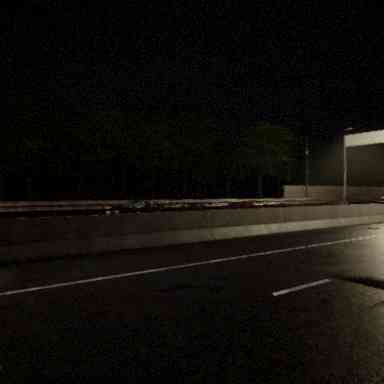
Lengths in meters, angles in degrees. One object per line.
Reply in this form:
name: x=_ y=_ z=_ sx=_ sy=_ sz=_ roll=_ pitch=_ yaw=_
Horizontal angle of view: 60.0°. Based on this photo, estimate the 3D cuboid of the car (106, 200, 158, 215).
car: x=-4.402 y=1.499 z=26.592 sx=4.902 sy=1.511 sz=2.128 roll=0 pitch=0 yaw=-35

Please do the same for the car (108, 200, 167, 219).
car: x=-4.924 y=1.498 z=30.487 sx=4.902 sy=1.511 sz=2.128 roll=0 pitch=0 yaw=-35

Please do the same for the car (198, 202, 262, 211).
car: x=3.178 y=1.484 z=23.357 sx=5.008 sy=1.535 sz=1.882 roll=0 pitch=0 yaw=-35

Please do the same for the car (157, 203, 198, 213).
car: x=-0.121 y=1.571 z=25.319 sx=4.181 sy=1.385 sz=1.994 roll=0 pitch=0 yaw=-35
